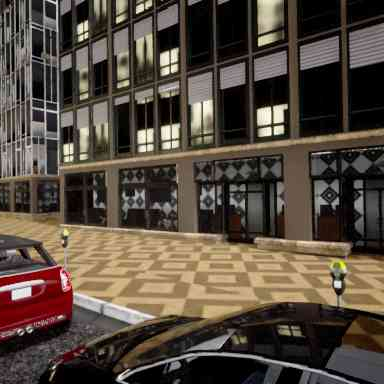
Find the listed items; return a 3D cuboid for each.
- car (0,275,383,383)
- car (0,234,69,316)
[{"bbox_3d":[0.652,1.566,2.447,4.313,1.339,1.947,0,-1,36],"label":"car"},{"bbox_3d":[-3.924,1.441,5.826,4.097,1.590,1.967,0,-1,37],"label":"car"}]
